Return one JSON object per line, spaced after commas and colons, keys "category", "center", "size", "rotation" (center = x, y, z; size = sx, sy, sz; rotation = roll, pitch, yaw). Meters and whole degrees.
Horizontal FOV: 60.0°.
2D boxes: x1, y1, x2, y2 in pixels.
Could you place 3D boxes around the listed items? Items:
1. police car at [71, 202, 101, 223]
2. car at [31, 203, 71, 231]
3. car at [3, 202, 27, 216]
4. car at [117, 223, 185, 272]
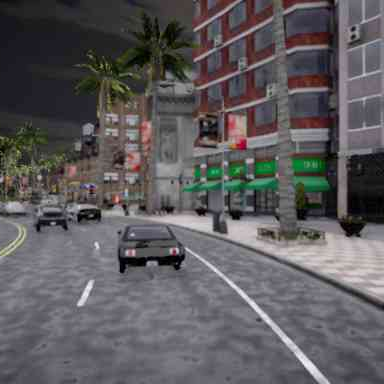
{"category": "police car", "center": [-9.252, 1.681, 28.193], "size": [1.930, 1.638, 5.238], "rotation": [0, -1, -33]}
{"category": "car", "center": [-9.746, 1.715, 22.683], "size": [1.837, 1.490, 4.892], "rotation": [1, -1, -29]}
{"category": "car", "center": [-20.134, 1.883, 37.712], "size": [1.812, 1.442, 4.674], "rotation": [0, -1, -36]}
{"category": "car", "center": [-1.577, 1.700, 11.303], "size": [1.895, 1.301, 4.718], "rotation": [0, 0, -13]}
